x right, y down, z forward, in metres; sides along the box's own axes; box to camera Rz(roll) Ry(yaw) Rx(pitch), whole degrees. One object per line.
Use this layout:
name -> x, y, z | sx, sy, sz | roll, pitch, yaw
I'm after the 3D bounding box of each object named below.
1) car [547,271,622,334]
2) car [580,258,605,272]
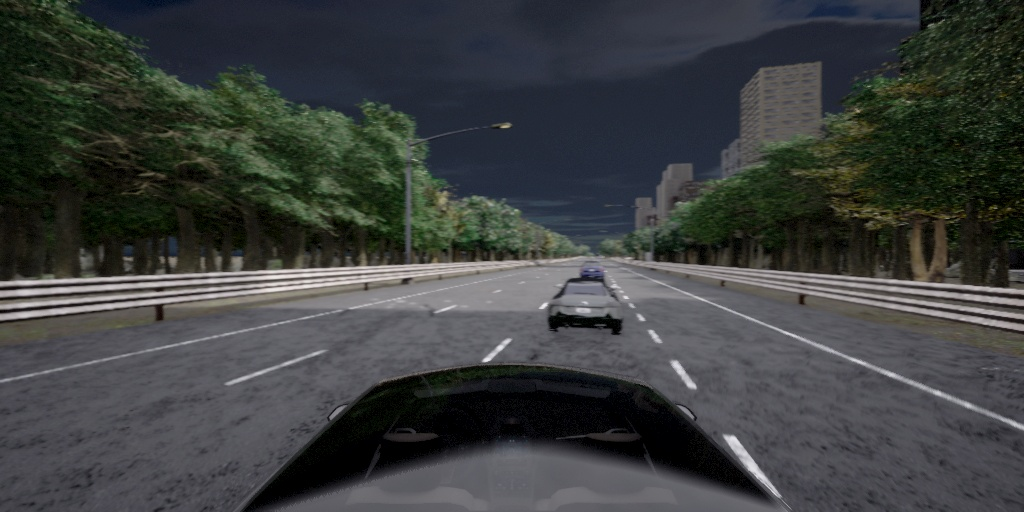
car -> 2.263, 1.350, 11.008 | 1.994, 1.385, 4.181 | 0, 0, 13
car -> 7.241, 1.224, 32.378 | 2.097, 1.767, 4.553 | 0, 0, 13
